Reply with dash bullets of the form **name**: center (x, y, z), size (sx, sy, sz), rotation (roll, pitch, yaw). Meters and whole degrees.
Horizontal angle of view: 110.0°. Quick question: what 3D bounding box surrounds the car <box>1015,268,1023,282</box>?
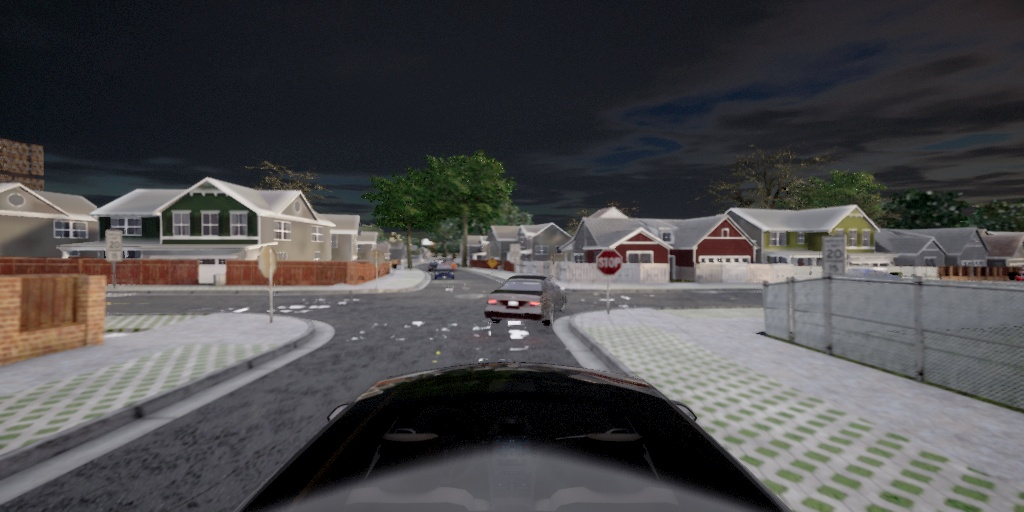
- **car**: center (43.873, 1.601, 29.186), size (5.566, 2.045, 2.150), rotation (1, 1, -19)

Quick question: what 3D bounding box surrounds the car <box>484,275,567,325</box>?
- **car**: center (0.665, 1.355, 12.121), size (2.033, 1.411, 5.357), rotation (1, 0, 15)

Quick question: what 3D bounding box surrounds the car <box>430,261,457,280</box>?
- **car**: center (-6.405, 1.472, 33.874), size (2.033, 1.411, 5.357), rotation (0, 0, -12)

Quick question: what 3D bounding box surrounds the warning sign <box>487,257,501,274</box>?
- **warning sign**: center (-2.197, 1.041, 39.989), size (1.300, 1.860, 1.060), rotation (0, 0, -14)

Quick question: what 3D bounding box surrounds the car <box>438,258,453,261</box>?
- **car**: center (-10.456, 1.389, 58.856), size (2.097, 1.767, 4.553), rotation (0, 0, -18)

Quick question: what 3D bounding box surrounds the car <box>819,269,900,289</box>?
- **car**: center (21.996, 1.556, 22.747), size (5.008, 1.535, 1.882), rotation (1, 1, -14)

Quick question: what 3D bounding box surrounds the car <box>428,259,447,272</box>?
- **car**: center (-11.121, 1.567, 51.628), size (2.033, 1.411, 5.357), rotation (0, 0, -18)
